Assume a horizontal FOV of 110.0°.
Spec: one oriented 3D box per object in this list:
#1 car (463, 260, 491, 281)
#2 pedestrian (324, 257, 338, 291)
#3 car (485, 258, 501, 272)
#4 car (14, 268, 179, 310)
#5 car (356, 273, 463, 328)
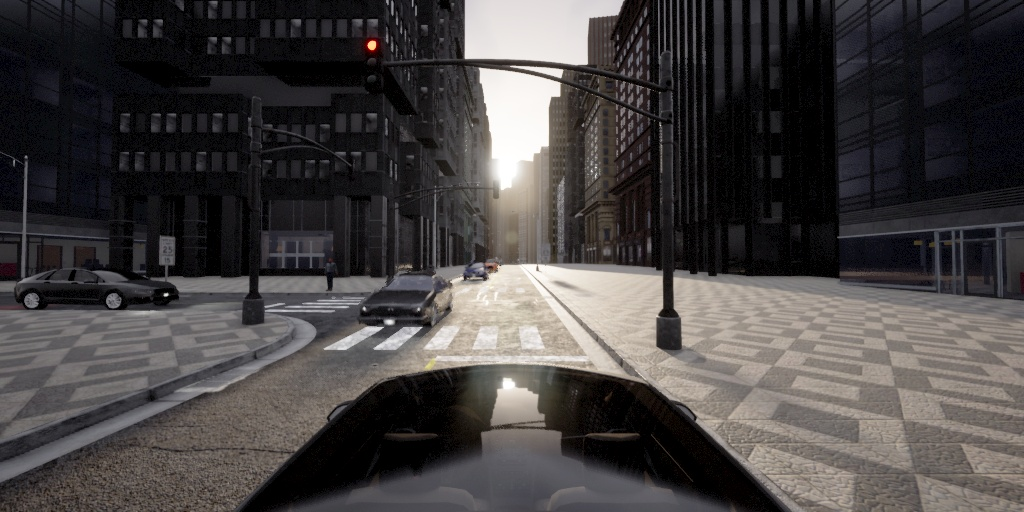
[{"bbox_3d":[-3.038,1.293,30.809,1.812,1.442,4.674,0,0,0],"label":"car"},{"bbox_3d":[-9.967,0.974,19.623,0.375,1.860,0.375,0,-1,0],"label":"pedestrian"},{"bbox_3d":[-2.988,1.167,47.408,2.097,1.767,4.553,0,0,0],"label":"car"},{"bbox_3d":[-15.342,1.191,13.401,4.892,1.490,1.837,0,-1,0],"label":"car"},{"bbox_3d":[-3.077,1.270,11.681,2.033,1.411,5.357,0,0,0],"label":"car"}]
